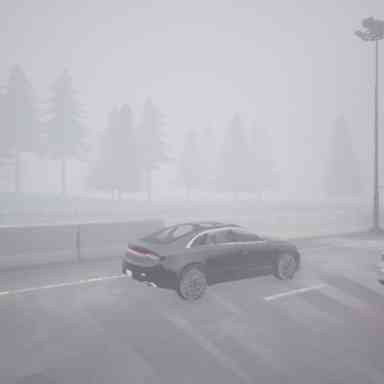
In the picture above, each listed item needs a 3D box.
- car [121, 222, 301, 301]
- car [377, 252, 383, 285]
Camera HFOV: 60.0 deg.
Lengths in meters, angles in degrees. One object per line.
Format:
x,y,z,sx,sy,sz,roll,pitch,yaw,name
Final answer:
0.685,1.512,8.370,4.902,1.511,2.128,0,0,-34,car
6.217,1.573,7.806,4.674,1.442,1.812,0,0,-33,car
